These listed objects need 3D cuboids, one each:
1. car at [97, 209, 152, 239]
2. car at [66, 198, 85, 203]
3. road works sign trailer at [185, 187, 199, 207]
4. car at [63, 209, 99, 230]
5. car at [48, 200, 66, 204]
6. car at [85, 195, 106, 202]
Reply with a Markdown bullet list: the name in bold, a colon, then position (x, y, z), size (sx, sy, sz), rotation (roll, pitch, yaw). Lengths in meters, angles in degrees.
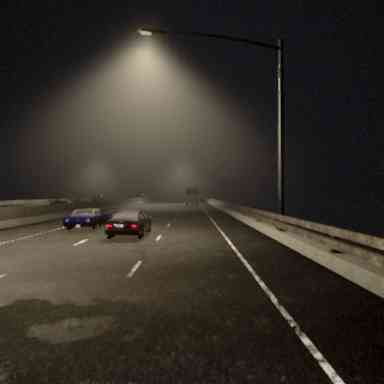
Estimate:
- **car**: position (-3.378, 1.692, 18.409), size (2.033, 1.411, 5.357), rotation (0, 0, 0)
- **car**: position (-20.940, 1.949, 61.647), size (2.128, 1.511, 4.902), rotation (0, 0, 1)
- **road works sign trailer**: position (0.080, 0.925, 62.397), size (2.380, 3.560, 2.880), rotation (0, 0, 0)
- **car**: position (-6.871, 1.774, 22.280), size (1.895, 1.301, 4.718), rotation (0, 0, 0)
- **car**: position (-24.429, 2.046, 60.672), size (1.895, 1.301, 4.718), rotation (0, 0, 0)
- **car**: position (-17.440, 1.674, 61.639), size (2.150, 2.045, 5.566), rotation (0, 0, 1)
